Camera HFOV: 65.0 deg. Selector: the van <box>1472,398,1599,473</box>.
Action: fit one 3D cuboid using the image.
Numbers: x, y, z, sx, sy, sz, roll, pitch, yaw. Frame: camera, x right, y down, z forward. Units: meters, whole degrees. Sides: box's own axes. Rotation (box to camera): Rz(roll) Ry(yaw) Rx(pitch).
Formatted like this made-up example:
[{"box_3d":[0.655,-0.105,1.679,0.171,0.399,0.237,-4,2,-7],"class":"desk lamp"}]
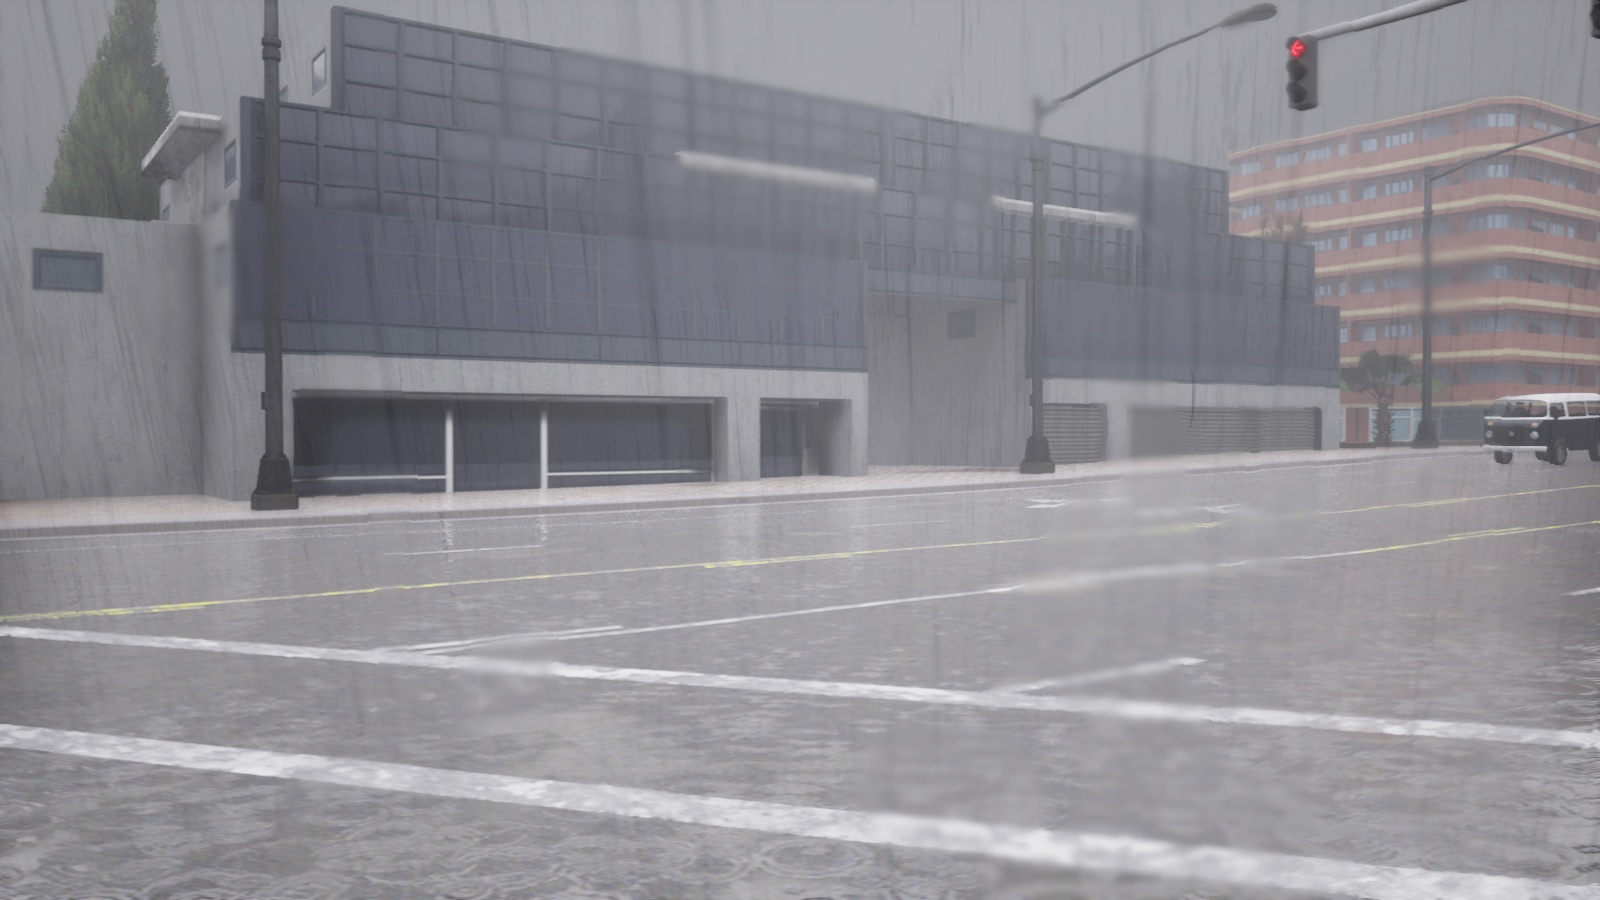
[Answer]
[{"box_3d":[21.740,-0.467,36.472,4.480,2.038,2.069,-2,2,-34],"class":"van"}]
